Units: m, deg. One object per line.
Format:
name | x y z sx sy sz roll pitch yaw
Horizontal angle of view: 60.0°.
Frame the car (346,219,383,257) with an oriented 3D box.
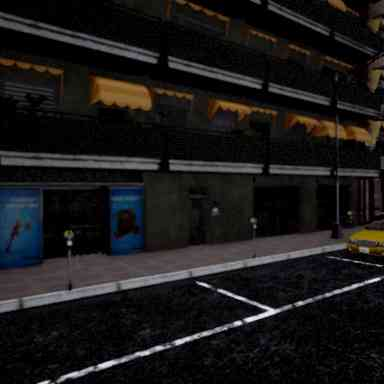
car | 7.353 1.485 11.817 4.829 1.417 1.752 0 0 -36
